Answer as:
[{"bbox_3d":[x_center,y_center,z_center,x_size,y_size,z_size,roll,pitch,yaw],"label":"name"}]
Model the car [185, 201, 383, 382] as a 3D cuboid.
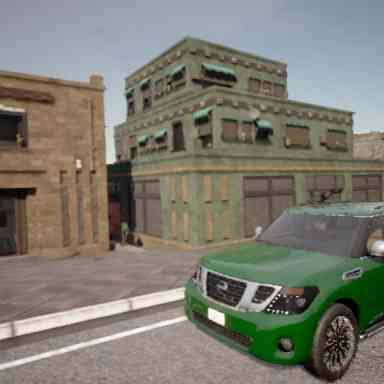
[{"bbox_3d":[2.555,1.218,5.808,5.566,2.045,2.150,0,0,-35],"label":"car"}]
